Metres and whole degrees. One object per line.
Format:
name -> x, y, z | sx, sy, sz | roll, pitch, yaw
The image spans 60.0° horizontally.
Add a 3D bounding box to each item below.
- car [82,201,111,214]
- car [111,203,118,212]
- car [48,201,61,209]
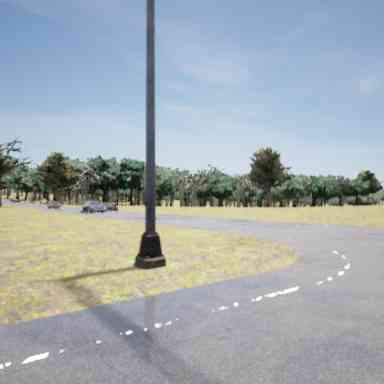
car -> -12.933, 1.988, 43.959 | 2.097, 1.767, 4.553 | 3, -3, -36
car -> -14.724, 2.645, 58.425 | 2.128, 1.511, 4.902 | 3, -3, -36
car -> -27.220, 2.527, 65.894 | 2.097, 1.767, 4.553 | 2, -2, -29
